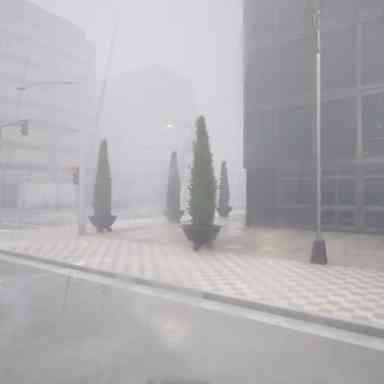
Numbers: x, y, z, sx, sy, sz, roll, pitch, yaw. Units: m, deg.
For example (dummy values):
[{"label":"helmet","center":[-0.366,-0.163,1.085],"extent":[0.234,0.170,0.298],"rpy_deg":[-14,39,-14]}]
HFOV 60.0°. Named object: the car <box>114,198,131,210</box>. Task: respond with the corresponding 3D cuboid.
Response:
[{"label":"car","center":[-9.856,1.553,41.739],"extent":[2.128,1.511,4.902],"rpy_deg":[0,0,35]}]
